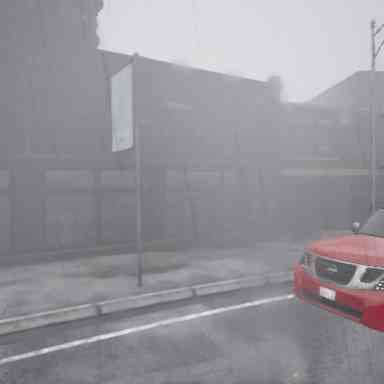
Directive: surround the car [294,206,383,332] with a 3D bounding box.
[{"bbox_3d":[4.578,1.188,6.195,5.566,2.045,2.150,0,0,-24],"label":"car"}]
